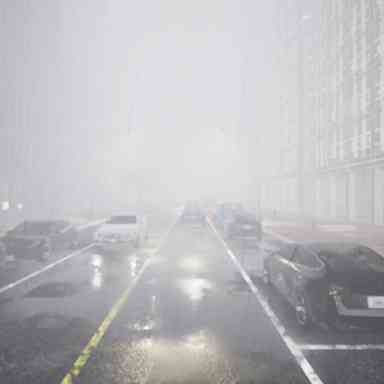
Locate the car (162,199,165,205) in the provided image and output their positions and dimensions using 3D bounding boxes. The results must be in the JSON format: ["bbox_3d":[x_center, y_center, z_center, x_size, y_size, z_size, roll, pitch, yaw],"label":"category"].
[{"bbox_3d":[-5.739,2.214,69.467,2.008,1.369,4.403,0,-1,0],"label":"car"}]

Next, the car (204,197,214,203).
[{"bbox_3d":[2.655,1.823,52.387,2.192,1.841,5.009,0,-1,0],"label":"car"}]

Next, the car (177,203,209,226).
[{"bbox_3d":[0.080,1.829,26.256,1.994,1.385,4.181,0,0,0],"label":"car"}]

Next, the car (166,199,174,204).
[{"bbox_3d":[-5.752,2.393,86.542,1.802,1.307,4.206,0,0,0],"label":"car"}]

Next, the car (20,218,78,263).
[{"bbox_3d":[-5.698,1.695,12.544,1.947,1.339,4.313,0,-1,0],"label":"car"}]

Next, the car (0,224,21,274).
[{"bbox_3d":[-5.693,1.617,6.851,1.887,1.381,4.507,0,-1,0],"label":"car"}]

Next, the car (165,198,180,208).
[{"bbox_3d":[-3.103,2.115,57.106,1.994,1.385,4.181,0,0,0],"label":"car"}]

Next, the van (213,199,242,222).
[{"bbox_3d":[2.675,1.582,23.929,1.690,1.788,3.998,0,-1,0],"label":"van"}]

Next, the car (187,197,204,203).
[{"bbox_3d":[0.068,1.771,42.529,2.097,1.767,4.553,0,0,0],"label":"car"}]

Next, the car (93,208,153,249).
[{"bbox_3d":[-3.121,1.684,15.442,1.812,1.442,4.674,0,-1,0],"label":"car"}]

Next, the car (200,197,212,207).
[{"bbox_3d":[2.647,1.927,63.772,2.192,1.841,5.009,0,-1,0],"label":"car"}]

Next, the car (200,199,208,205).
[{"bbox_3d":[2.637,2.239,75.323,1.752,1.417,4.829,0,0,0],"label":"car"}]

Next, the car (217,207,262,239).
[{"bbox_3d":[2.679,1.751,18.233,1.947,1.339,4.313,0,-1,0],"label":"car"}]

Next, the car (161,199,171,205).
[{"bbox_3d":[-5.744,2.279,75.159,1.947,1.339,4.313,0,-1,0],"label":"car"}]

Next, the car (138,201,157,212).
[{"bbox_3d":[-5.718,1.928,40.836,1.752,1.417,4.829,0,-1,0],"label":"car"}]

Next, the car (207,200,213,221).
[{"bbox_3d":[2.671,1.736,29.619,1.967,1.590,4.097,0,-1,0],"label":"car"}]

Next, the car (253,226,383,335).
[{"bbox_3d":[2.687,1.637,6.849,1.947,1.339,4.313,0,-1,0],"label":"car"}]

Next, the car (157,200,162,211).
[{"bbox_3d":[-5.723,2.007,46.699,2.008,1.369,4.403,0,-1,0],"label":"car"}]
